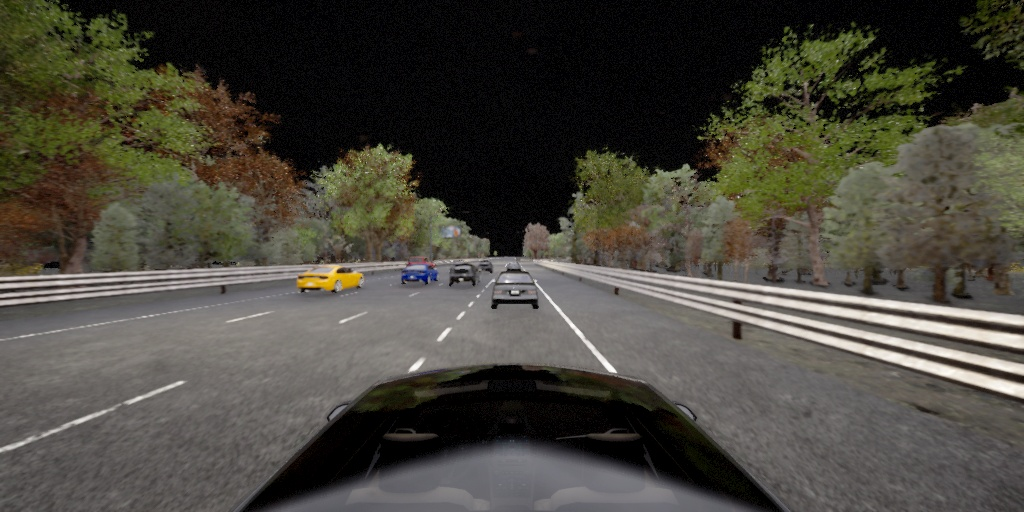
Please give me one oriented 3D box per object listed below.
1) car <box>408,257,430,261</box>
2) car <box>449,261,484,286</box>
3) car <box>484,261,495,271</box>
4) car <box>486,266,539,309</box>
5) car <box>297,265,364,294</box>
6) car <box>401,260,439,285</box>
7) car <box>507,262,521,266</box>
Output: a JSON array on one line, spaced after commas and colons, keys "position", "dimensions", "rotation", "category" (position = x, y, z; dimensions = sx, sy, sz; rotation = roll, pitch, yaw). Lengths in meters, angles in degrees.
[{"position": [-10.286, 1.095, 40.516], "dimensions": [2.150, 2.045, 5.566], "rotation": [0, 0, 0], "category": "car"}, {"position": [-3.341, 1.330, 26.124], "dimensions": [1.837, 1.490, 4.892], "rotation": [0, 0, 0], "category": "car"}, {"position": [-3.268, 1.394, 44.935], "dimensions": [1.837, 1.490, 4.892], "rotation": [0, 0, 0], "category": "car"}, {"position": [0.117, 1.339, 15.249], "dimensions": [2.033, 1.411, 5.357], "rotation": [0, 0, 0], "category": "car"}, {"position": [-10.360, 1.286, 20.900], "dimensions": [1.882, 1.535, 5.008], "rotation": [0, 0, 0], "category": "car"}, {"position": [-6.838, 1.306, 27.086], "dimensions": [1.882, 1.535, 5.008], "rotation": [0, 0, 0], "category": "car"}, {"position": [0.243, 1.463, 48.286], "dimensions": [1.994, 1.385, 4.181], "rotation": [0, 0, 0], "category": "car"}]
